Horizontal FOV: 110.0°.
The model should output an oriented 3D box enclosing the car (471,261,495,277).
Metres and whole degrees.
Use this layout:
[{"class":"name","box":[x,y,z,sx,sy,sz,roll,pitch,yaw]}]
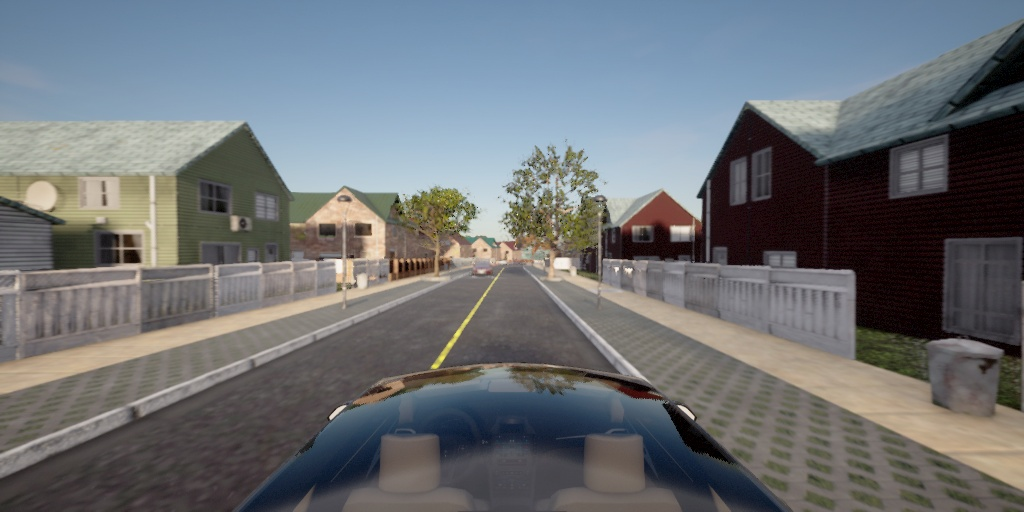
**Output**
[{"class":"car","box":[-2.842,1.235,35.656,1.812,1.442,4.674,0,0,0]}]
